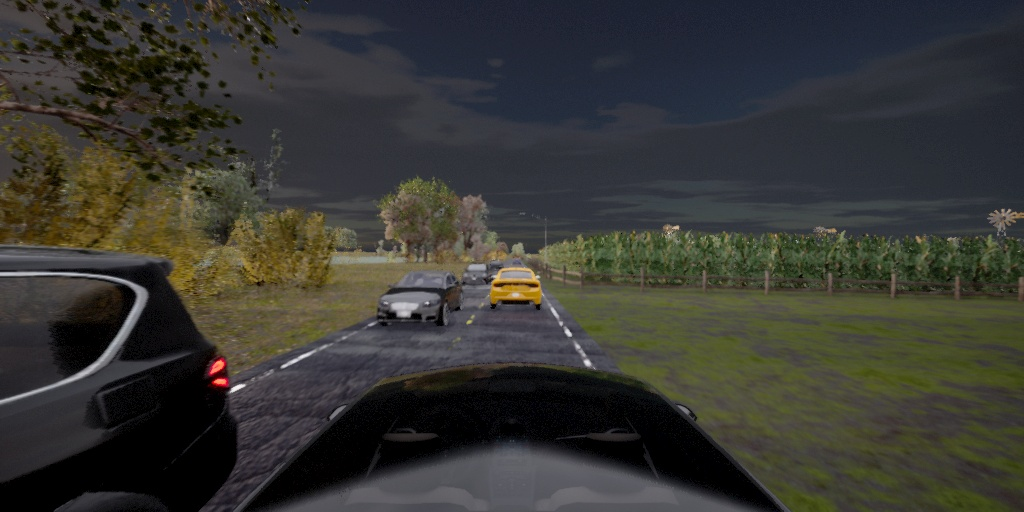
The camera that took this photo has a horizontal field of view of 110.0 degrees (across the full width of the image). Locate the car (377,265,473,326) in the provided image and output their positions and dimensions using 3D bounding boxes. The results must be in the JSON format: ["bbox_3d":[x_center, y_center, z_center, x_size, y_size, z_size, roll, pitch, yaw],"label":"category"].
[{"bbox_3d":[-2.732,1.222,11.612,2.128,1.511,4.902,0,0,1],"label":"car"}]

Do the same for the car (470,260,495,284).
[{"bbox_3d":[-2.497,1.256,26.428,1.812,1.442,4.674,0,0,1],"label":"car"}]

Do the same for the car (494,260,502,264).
[{"bbox_3d":[-2.104,1.305,48.694,2.033,1.411,5.357,0,0,1],"label":"car"}]

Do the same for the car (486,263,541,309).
[{"bbox_3d":[0.167,1.237,15.131,1.882,1.535,5.008,0,0,1],"label":"car"}]
